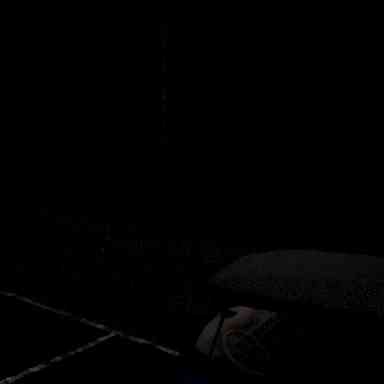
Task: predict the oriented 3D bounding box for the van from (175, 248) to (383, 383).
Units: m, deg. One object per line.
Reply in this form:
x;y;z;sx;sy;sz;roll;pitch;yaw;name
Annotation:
1.703;1.340;1.751;3.998;1.788;1.690;0;0;35;van
